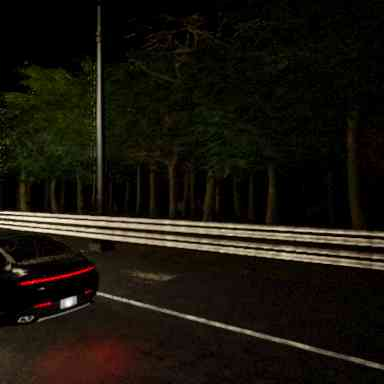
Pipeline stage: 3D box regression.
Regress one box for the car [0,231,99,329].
[{"bbox_3d":[-3.981,1.569,6.830,4.892,1.490,1.837,-1,0,36],"label":"car"}]
